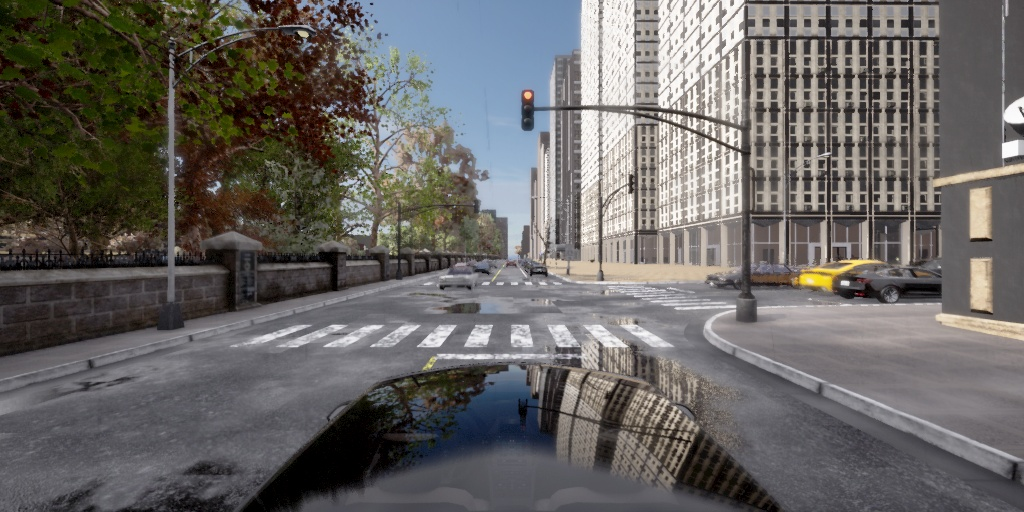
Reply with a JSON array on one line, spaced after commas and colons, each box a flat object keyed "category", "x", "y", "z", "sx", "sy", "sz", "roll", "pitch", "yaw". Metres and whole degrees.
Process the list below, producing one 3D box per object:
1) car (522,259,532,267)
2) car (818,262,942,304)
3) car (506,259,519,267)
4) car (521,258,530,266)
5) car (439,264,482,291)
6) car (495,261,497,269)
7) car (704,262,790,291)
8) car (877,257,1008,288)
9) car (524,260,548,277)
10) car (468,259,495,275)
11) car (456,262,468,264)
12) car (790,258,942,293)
[{"category": "car", "x": 2.560, "y": 1.335, "z": 41.716, "sx": 1.948, "sy": 1.339, "sz": 4.313, "roll": 0, "pitch": 0, "yaw": 0}, {"category": "car", "x": 14.647, "y": 1.026, "z": 13.540, "sx": 4.313, "sy": 1.339, "sz": 1.948, "roll": 0, "pitch": 0, "yaw": 0}, {"category": "car", "x": -0.103, "y": 1.320, "z": 65.347, "sx": 1.812, "sy": 1.442, "sz": 4.674, "roll": 0, "pitch": 0, "yaw": 0}, {"category": "car", "x": 2.542, "y": 1.339, "z": 47.348, "sx": 1.948, "sy": 1.339, "sz": 4.313, "roll": 0, "pitch": 0, "yaw": 0}, {"category": "car", "x": -3.165, "y": 1.357, "z": 21.853, "sx": 1.895, "sy": 1.301, "sz": 4.718, "roll": 0, "pitch": 0, "yaw": 0}, {"category": "car", "x": -3.262, "y": 1.383, "z": 55.474, "sx": 1.895, "sy": 1.301, "sz": 4.718, "roll": 0, "pitch": 0, "yaw": 0}, {"category": "car", "x": 13.391, "y": 1.054, "z": 19.310, "sx": 5.357, "sy": 1.411, "sz": 2.033, "roll": -1, "pitch": 0, "yaw": -1}, {"category": "car", "x": 23.142, "y": 0.845, "z": 19.405, "sx": 4.892, "sy": 1.490, "sz": 1.837, "roll": -1, "pitch": 0, "yaw": 0}, {"category": "car", "x": 2.578, "y": 1.331, "z": 36.083, "sx": 1.948, "sy": 1.339, "sz": 4.313, "roll": 0, "pitch": 0, "yaw": 0}, {"category": "car", "x": -3.218, "y": 1.314, "z": 38.763, "sx": 2.033, "sy": 1.411, "sz": 5.357, "roll": 0, "pitch": 0, "yaw": 0}, {"category": "car", "x": -5.820, "y": 1.351, "z": 41.688, "sx": 1.802, "sy": 1.307, "sz": 4.207, "roll": 0, "pitch": 0, "yaw": 0}, {"category": "car", "x": 15.892, "y": 0.927, "z": 16.148, "sx": 5.008, "sy": 1.535, "sz": 1.882, "roll": -1, "pitch": 0, "yaw": 0}]
